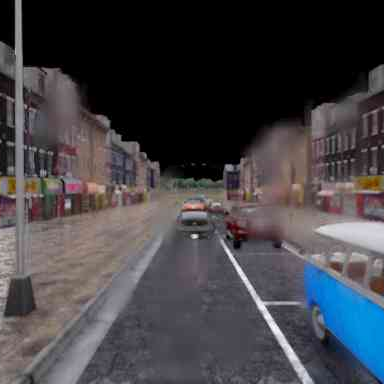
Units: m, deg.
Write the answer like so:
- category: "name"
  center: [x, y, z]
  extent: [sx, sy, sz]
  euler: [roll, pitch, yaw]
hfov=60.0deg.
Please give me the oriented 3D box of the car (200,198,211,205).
- category: "car"
  center: [2.653, 1.814, 64.781]
  extent: [1.947, 1.339, 4.313]
  euler: [-1, 0, 0]

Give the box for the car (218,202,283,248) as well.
- category: "car"
  center: [2.624, 1.372, 14.990]
  extent: [2.192, 1.841, 5.009]
  euler: [-1, 0, 0]

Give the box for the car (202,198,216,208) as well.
- category: "car"
  center: [2.648, 1.755, 53.716]
  extent: [2.008, 1.369, 4.403]
  euler: [-1, 0, 0]

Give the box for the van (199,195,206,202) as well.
- category: "van"
  center: [2.659, 1.678, 86.912]
  extent: [1.690, 1.788, 3.998]
  euler: [-1, 0, 0]

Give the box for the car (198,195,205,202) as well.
- category: "car"
  center: [2.664, 1.800, 92.444]
  extent: [1.967, 1.590, 4.097]
  euler: [-1, 0, 0]

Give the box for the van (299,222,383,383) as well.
- category: "van"
  center: [2.619, 1.357, 3.925]
  extent: [1.690, 1.788, 3.998]
  euler: [-1, 0, 0]

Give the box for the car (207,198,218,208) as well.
- category: "car"
  center: [2.640, 1.722, 37.119]
  extent: [1.802, 1.307, 4.206]
  euler: [-1, 0, 0]

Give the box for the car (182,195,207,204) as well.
- category: "car"
  center: [0.117, 1.476, 33.005]
  extent: [2.097, 1.767, 4.553]
  euler: [0, 0, 0]

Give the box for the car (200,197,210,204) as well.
- category: "car"
  center: [2.656, 1.836, 70.313]
  extent: [1.947, 1.339, 4.313]
  euler: [-1, 0, 0]

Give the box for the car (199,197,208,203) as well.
- category: "car"
  center: [2.659, 1.874, 75.846]
  extent: [1.802, 1.307, 4.206]
  euler: [-1, 0, 0]

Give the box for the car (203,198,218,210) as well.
- category: "car"
  center: [2.644, 1.708, 48.354]
  extent: [1.752, 1.417, 4.829]
  euler: [-1, 0, 0]

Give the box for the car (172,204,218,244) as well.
- category: "car"
  center: [0.108, 1.565, 16.013]
  extent: [1.837, 1.490, 4.892]
  euler: [0, 0, 0]
